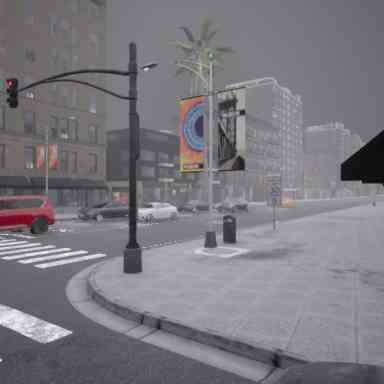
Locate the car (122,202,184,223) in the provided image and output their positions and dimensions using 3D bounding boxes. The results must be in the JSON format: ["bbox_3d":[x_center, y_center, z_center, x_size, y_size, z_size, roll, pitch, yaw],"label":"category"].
[{"bbox_3d":[-2.967,1.554,26.387,1.812,1.442,4.674,0,0,35],"label":"car"}]

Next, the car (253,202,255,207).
[{"bbox_3d":[6.951,1.670,46.040,1.895,1.301,4.718,0,0,36],"label":"car"}]

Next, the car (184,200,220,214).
[{"bbox_3d":[0.569,1.592,37.038,2.033,1.411,5.357,0,0,35],"label":"car"}]

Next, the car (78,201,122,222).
[{"bbox_3d":[-6.783,1.525,26.614,1.837,1.490,4.892,0,0,35],"label":"car"}]

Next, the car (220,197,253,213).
[{"bbox_3d":[4.607,1.405,37.116,2.097,1.767,4.553,0,0,35],"label":"car"}]

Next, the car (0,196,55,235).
[{"bbox_3d":[-9.575,1.230,16.543,2.150,2.045,5.566,0,0,30],"label":"car"}]

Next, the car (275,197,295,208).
[{"bbox_3d":[13.972,1.597,50.247,1.882,1.535,5.008,0,0,35],"label":"car"}]

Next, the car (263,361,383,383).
[{"bbox_3d":[2.187,1.551,1.288,4.403,1.369,2.008,0,0,35],"label":"car"}]
